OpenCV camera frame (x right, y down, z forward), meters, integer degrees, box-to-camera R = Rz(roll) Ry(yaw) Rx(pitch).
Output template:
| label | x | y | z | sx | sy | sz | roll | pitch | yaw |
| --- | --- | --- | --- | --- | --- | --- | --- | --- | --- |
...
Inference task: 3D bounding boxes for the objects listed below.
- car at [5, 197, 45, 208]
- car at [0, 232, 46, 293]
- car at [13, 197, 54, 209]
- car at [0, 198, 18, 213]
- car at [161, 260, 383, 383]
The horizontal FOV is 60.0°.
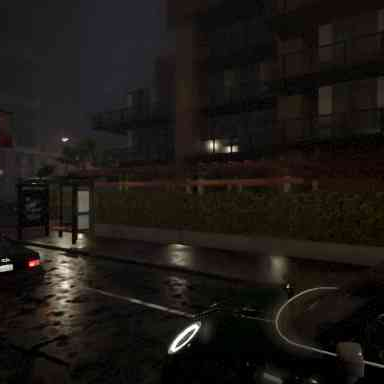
| label | x | y | z | sx | sy | sz | roll | pitch | yaw |
| --- | --- | --- | --- | --- | --- | --- | --- | --- | --- |
| car | -24.521 | 1.477 | 49.072 | 1.882 | 1.535 | 5.008 | 0 | 0 | 35 |
| car | -5.701 | 1.547 | 8.018 | 5.357 | 1.411 | 2.033 | 0 | 0 | 36 |
| car | -22.024 | 1.505 | 46.529 | 1.837 | 1.490 | 4.892 | 0 | 0 | 36 |
| car | -20.445 | 1.352 | 34.670 | 2.097 | 1.767 | 4.553 | 0 | 0 | 36 |
| car | 1.914 | 1.352 | 2.639 | 4.553 | 1.767 | 2.097 | 0 | 0 | 35 |
